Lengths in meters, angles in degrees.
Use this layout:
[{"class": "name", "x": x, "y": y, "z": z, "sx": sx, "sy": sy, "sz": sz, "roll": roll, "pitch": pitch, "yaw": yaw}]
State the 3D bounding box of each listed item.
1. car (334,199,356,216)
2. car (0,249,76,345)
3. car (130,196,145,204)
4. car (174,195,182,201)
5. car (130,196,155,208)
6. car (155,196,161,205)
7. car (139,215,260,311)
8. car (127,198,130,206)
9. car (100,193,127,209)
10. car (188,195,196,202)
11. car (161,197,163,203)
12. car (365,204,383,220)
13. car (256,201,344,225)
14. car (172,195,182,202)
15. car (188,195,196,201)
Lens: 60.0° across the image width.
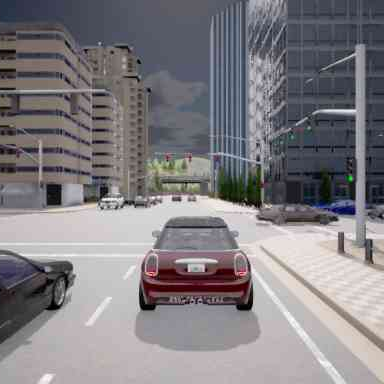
[{"class": "car", "x": 13.292, "y": 1.422, "z": 29.837, "sx": 5.008, "sy": 1.535, "sz": 1.882, "roll": 0, "pitch": 0, "yaw": 1}, {"class": "car", "x": -3.434, "y": 1.547, "z": 4.742, "sx": 2.033, "sy": 1.411, "sz": 5.357, "roll": 0, "pitch": 0, "yaw": 0}, {"class": "car", "x": -10.542, "y": 1.491, "z": 64.578, "sx": 2.128, "sy": 1.511, "sz": 4.902, "roll": 0, "pitch": 0, "yaw": 1}, {"class": "car", "x": -3.504, "y": 1.509, "z": 84.305, "sx": 2.033, "sy": 1.411, "sz": 5.357, "roll": 0, "pitch": 0, "yaw": 0}, {"class": "car", "x": -7.101, "y": 1.547, "z": 47.946, "sx": 2.033, "sy": 1.411, "sz": 5.357, "roll": 0, "pitch": 0, "yaw": 0}, {"class": "car", "x": -7.083, "y": 1.491, "z": 57.459, "sx": 2.128, "sy": 1.511, "sz": 4.902, "roll": 0, "pitch": 0, "yaw": 0}, {"class": "car", "x": 0.082, "y": 1.352, "z": 7.940, "sx": 2.097, "sy": 1.767, "sz": 4.553, "roll": 0, "pitch": 0, "yaw": 0}, {"class": "car", "x": -10.594, "y": 1.601, "z": 54.201, "sx": 1.895, "sy": 1.301, "sz": 4.718, "roll": 0, "pitch": 0, "yaw": 0}, {"class": "car", "x": -10.601, "y": 1.222, "z": 44.433, "sx": 2.150, "sy": 2.045, "sz": 5.566, "roll": 0, "pitch": 0, "yaw": 0}, {"class": "car", "x": -0.004, "y": 1.546, "z": 75.812, "sx": 1.994, "sy": 1.385, "sz": 4.181, "roll": 0, "pitch": 0, "yaw": 0}, {"class": "car", "x": -7.016, "y": 1.491, "z": 67.708, "sx": 2.128, "sy": 1.511, "sz": 4.902, "roll": 0, "pitch": 0, "yaw": 0}, {"class": "car", "x": 16.279, "y": 1.436, "z": 26.314, "sx": 4.902, "sy": 1.511, "sz": 2.128, "roll": 0, "pitch": 0, "yaw": 0}, {"class": "car", "x": 7.066, "y": 1.491, "z": 22.662, "sx": 5.357, "sy": 1.411, "sz": 2.033, "roll": 0, "pitch": 0, "yaw": 0}, {"class": "car", "x": -3.503, "y": 1.470, "z": 74.695, "sx": 1.882, "sy": 1.535, "sz": 5.008, "roll": 0, "pitch": 0, "yaw": 0}, {"class": "car", "x": -0.004, "y": 1.493, "z": 84.305, "sx": 1.812, "sy": 1.442, "sz": 4.674, "roll": 0, "pitch": 0, "yaw": 0}]
